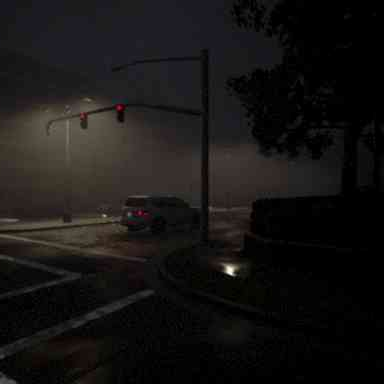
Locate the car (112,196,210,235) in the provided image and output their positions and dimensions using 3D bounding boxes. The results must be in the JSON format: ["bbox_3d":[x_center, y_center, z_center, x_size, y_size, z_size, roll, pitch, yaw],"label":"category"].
[{"bbox_3d":[-1.593,1.221,19.340,2.150,2.045,5.566,0,0,38],"label":"car"}]

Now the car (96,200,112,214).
[{"bbox_3d":[-8.168,1.522,35.862,1.812,1.442,4.674,0,0,36],"label":"car"}]

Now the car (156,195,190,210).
[{"bbox_3d":[-2.412,1.351,43.740,2.097,1.767,4.553,0,0,36],"label":"car"}]

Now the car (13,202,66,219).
[{"bbox_3d":[-13.182,1.563,28.997,1.994,1.385,4.181,0,0,36],"label":"car"}]

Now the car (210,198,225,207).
[{"bbox_3d":[3.452,1.563,51.750,1.994,1.385,4.181,0,0,36],"label":"car"}]
